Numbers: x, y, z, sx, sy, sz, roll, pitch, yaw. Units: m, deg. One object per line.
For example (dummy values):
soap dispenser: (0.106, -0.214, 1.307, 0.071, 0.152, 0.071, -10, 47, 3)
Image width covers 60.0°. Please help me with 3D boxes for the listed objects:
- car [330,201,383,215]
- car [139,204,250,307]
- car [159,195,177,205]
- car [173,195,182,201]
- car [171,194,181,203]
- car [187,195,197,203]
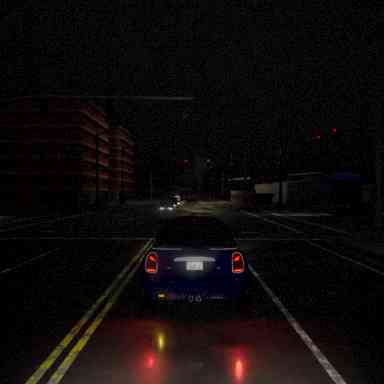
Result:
car: (16.391, 1.601, 33.204, 4.718, 1.301, 1.895, 0, 0, 0)
car: (0.056, 1.352, 8.117, 2.097, 1.767, 4.553, 0, 0, 0)
car: (-3.705, 1.548, 49.088, 2.033, 1.411, 5.357, 0, 0, 0)
car: (-3.693, 1.540, 83.432, 2.033, 1.411, 5.357, 0, 0, 0)
car: (-3.703, 1.547, 62.154, 2.033, 1.411, 5.357, 0, 0, 0)
car: (-0.062, 1.504, 69.843, 1.837, 1.490, 4.892, 0, 0, 0)
